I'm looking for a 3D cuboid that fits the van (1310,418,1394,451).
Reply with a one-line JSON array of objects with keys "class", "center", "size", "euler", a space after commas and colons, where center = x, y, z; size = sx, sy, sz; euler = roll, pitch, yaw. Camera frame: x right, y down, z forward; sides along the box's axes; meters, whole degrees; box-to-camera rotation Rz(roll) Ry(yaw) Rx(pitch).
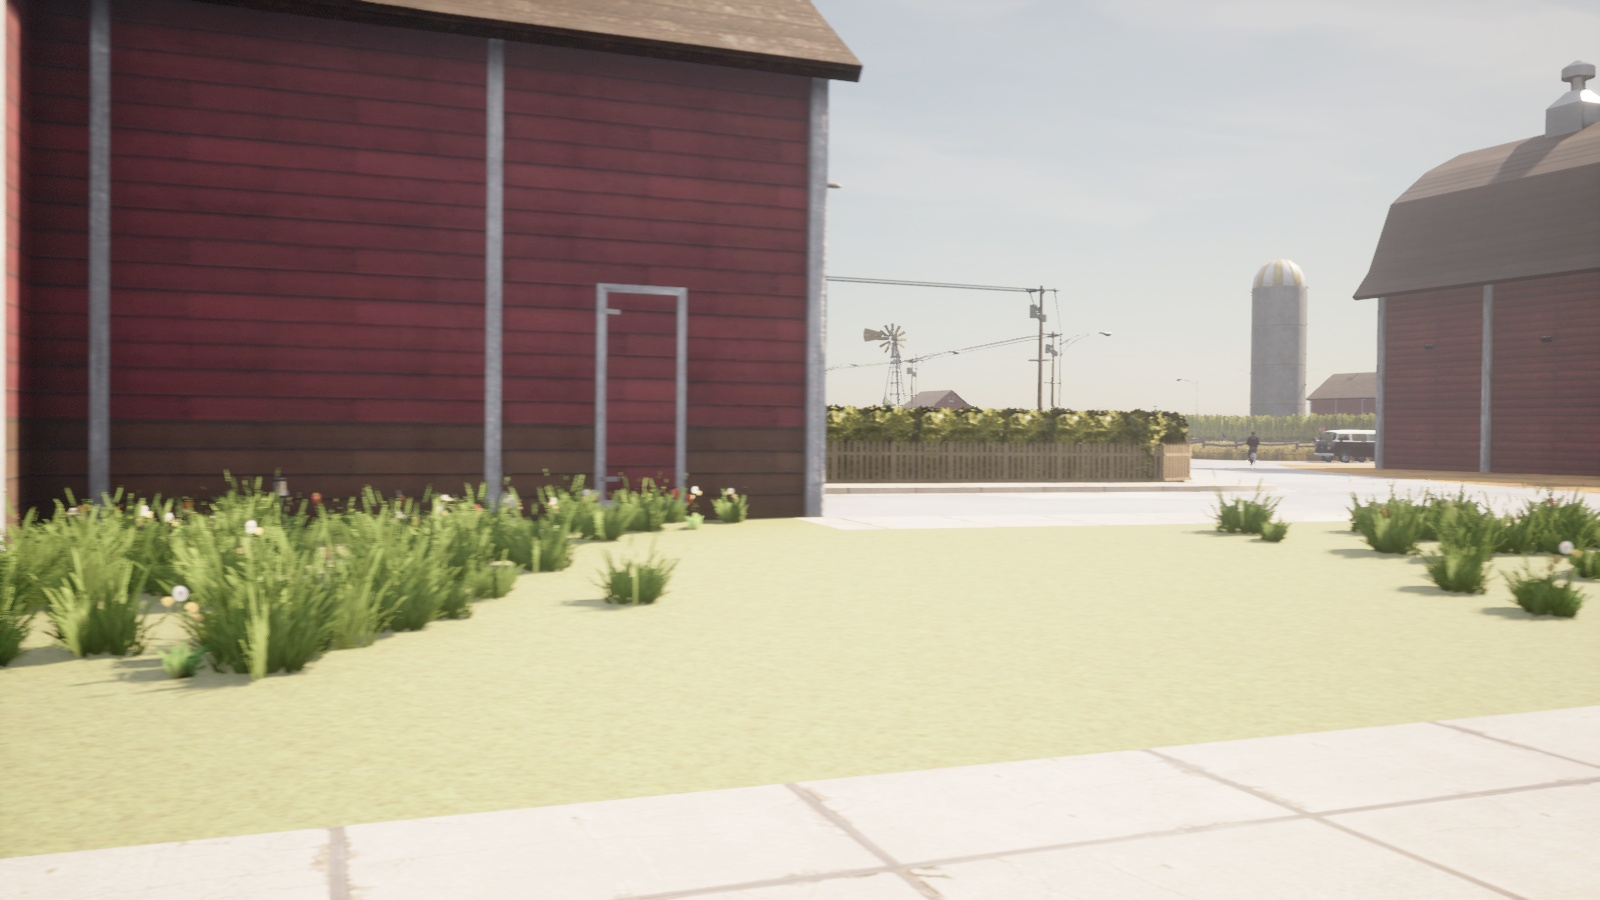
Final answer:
[{"class": "van", "center": [34.032, -0.963, 77.426], "size": [4.480, 2.038, 2.069], "euler": [0, 1, -16]}]
